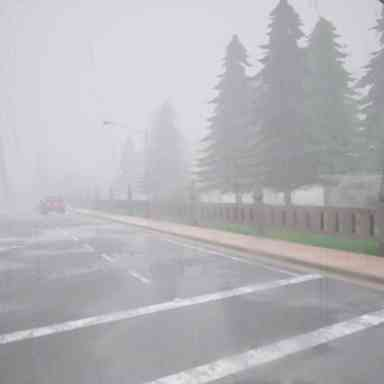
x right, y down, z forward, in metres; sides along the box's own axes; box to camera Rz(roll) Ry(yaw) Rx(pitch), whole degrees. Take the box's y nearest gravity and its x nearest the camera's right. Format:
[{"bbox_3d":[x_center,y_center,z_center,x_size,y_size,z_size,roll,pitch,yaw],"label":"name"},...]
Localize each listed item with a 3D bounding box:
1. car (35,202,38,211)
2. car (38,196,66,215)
[{"bbox_3d":[-21.155,1.975,47.157,1.895,1.301,4.718,-1,0,-30],"label":"car"},{"bbox_3d":[-15.859,1.499,37.919,2.150,2.045,5.566,-1,0,-29],"label":"car"}]
